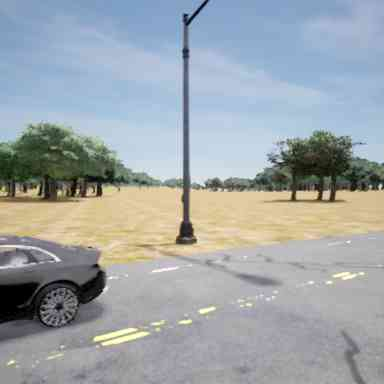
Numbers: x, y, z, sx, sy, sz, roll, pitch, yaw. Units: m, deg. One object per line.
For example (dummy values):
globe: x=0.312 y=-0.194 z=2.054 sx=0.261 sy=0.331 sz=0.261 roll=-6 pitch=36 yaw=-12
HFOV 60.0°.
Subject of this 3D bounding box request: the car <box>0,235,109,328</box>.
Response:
car: x=-3.856 y=1.516 z=5.434 sx=4.902 sy=1.511 sz=2.128 roll=0 pitch=0 yaw=-36
